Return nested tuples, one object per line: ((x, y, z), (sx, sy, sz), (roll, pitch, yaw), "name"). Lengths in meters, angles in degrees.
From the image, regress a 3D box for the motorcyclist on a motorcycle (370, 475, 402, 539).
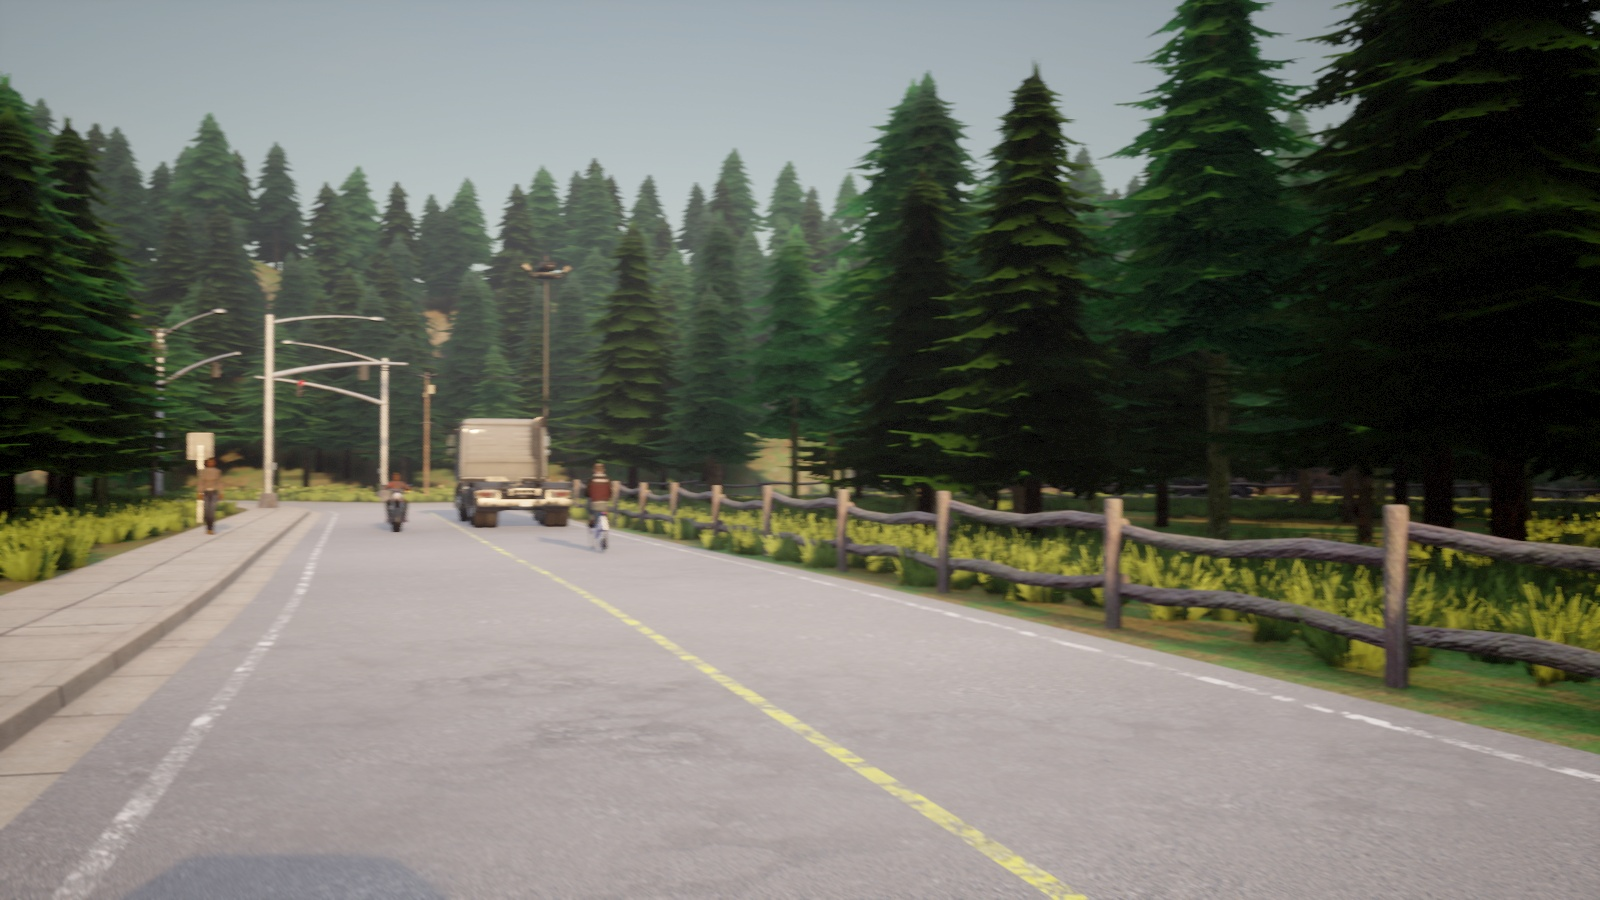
((-11.154, 1.493, 33.799), (0.766, 1.649, 2.350), (0, -1, -20), "motorcyclist on a motorcycle")

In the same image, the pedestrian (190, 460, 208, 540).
((-13.769, 1.128, 28.777), (0.328, 1.805, 0.869), (0, -1, -23), "pedestrian")

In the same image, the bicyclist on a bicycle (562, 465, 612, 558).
((-4.290, 1.199, 25.152), (0.659, 1.776, 1.843), (0, -1, -20), "bicyclist on a bicycle")

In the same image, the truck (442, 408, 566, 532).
((-9.441, 0.652, 39.343), (2.891, 3.462, 7.936), (0, -1, -20), "truck")

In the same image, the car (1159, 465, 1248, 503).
((20.262, 1.690, 63.060), (3.866, 1.878, 1.905), (-1, -1, 31), "car")
